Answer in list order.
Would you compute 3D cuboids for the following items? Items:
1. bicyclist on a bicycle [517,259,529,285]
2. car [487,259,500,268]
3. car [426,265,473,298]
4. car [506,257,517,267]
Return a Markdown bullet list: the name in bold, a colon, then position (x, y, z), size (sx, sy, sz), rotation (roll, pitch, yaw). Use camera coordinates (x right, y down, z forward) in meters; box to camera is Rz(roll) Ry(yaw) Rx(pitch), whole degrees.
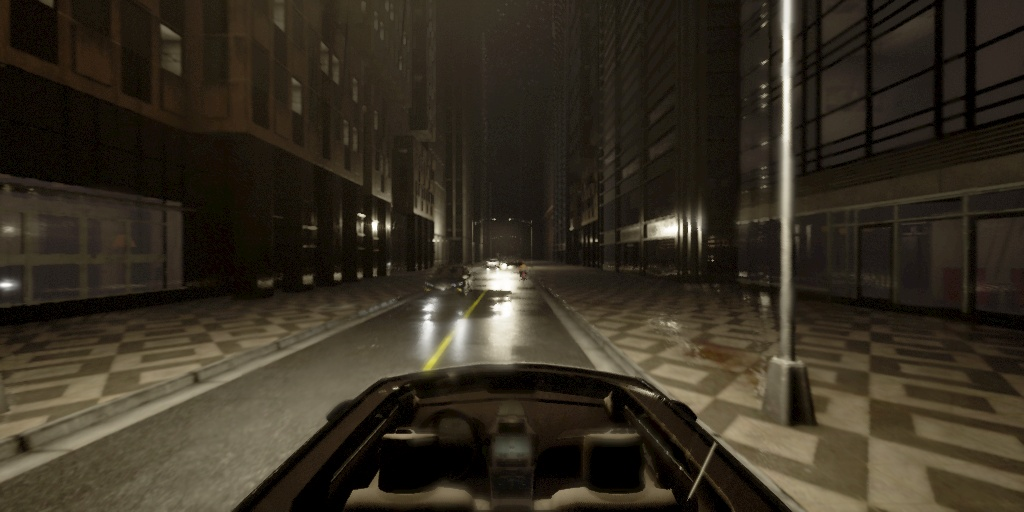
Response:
- **bicyclist on a bicycle**: position (0.805, 1.174, 24.984), size (0.866, 1.612, 1.509), rotation (0, 0, 0)
- **car**: position (-3.079, 1.243, 58.872), size (1.812, 1.442, 4.674), rotation (0, 0, 0)
- **car**: position (-3.106, 1.246, 18.569), size (1.837, 1.490, 4.892), rotation (0, 0, 0)
- **car**: position (0.003, 1.192, 63.023), size (1.882, 1.535, 5.008), rotation (0, 0, 1)
